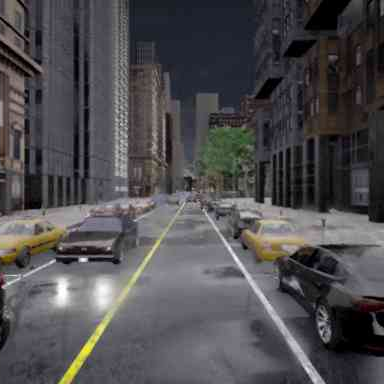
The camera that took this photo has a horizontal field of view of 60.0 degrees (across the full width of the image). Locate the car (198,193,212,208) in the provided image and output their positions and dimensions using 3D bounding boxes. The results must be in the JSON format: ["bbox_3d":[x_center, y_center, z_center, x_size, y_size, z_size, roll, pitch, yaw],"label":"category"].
[{"bbox_3d":[2.365,1.371,49.734,2.097,1.767,4.553,0,0,0],"label":"car"}]

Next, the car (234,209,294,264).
[{"bbox_3d":[2.758,1.533,11.718,1.752,1.417,4.829,0,0,0],"label":"car"}]

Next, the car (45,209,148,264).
[{"bbox_3d":[-3.096,1.558,12.140,2.033,1.411,5.357,0,0,0],"label":"car"}]

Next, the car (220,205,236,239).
[{"bbox_3d":[2.756,1.562,17.035,2.008,1.369,4.403,0,0,0],"label":"car"}]

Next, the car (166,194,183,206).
[{"bbox_3d":[-3.071,1.525,56.916,1.837,1.490,4.892,0,0,0],"label":"car"}]

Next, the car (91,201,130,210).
[{"bbox_3d":[-5.772,1.459,22.525,1.967,1.590,4.097,0,0,0],"label":"car"}]

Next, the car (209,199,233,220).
[{"bbox_3d":[2.751,1.567,28.009,2.008,1.369,4.403,0,0,0],"label":"car"}]

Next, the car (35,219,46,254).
[{"bbox_3d":[-5.767,1.537,11.379,1.752,1.417,4.829,0,0,0],"label":"car"}]

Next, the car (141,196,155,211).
[{"bbox_3d":[-5.779,1.547,38.819,1.752,1.417,4.829,0,0,0],"label":"car"}]

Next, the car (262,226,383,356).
[{"bbox_3d":[2.761,1.569,6.061,1.947,1.339,4.313,0,0,0],"label":"car"}]

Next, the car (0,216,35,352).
[{"bbox_3d":[-3.102,1.224,1.465,2.150,2.045,5.566,0,0,0],"label":"car"}]

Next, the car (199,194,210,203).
[{"bbox_3d":[2.730,1.335,71.903,2.192,1.841,5.009,0,0,0],"label":"car"}]

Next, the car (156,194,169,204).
[{"bbox_3d":[-5.793,1.339,66.427,2.192,1.841,5.009,0,0,0],"label":"car"}]

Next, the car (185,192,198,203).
[{"bbox_3d":[-0.029,1.401,69.034,2.128,1.511,4.902,0,0,0],"label":"car"}]

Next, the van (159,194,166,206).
[{"bbox_3d":[-5.788,1.364,55.452,1.690,1.788,3.998,0,0,0],"label":"van"}]

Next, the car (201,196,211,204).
[{"bbox_3d":[2.732,1.545,66.586,1.752,1.417,4.829,0,0,0],"label":"car"}]

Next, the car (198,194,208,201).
[{"bbox_3d":[2.725,1.330,82.877,2.192,1.841,5.009,0,0,0],"label":"car"}]

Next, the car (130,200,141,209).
[{"bbox_3d":[-5.774,1.602,28.013,1.802,1.307,4.206,0,0,0],"label":"car"}]

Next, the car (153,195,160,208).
[{"bbox_3d":[-5.782,1.462,44.477,1.967,1.590,4.097,0,0,0],"label":"car"}]

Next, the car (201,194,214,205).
[{"bbox_3d":[2.735,1.335,60.930,2.192,1.841,5.009,0,0,0],"label":"car"}]

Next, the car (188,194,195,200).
[{"bbox_3d":[-0.039,1.352,87.299,1.812,1.442,4.674,0,0,0],"label":"car"}]

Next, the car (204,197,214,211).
[{"bbox_3d":[2.746,1.584,38.983,1.947,1.339,4.313,0,0,0],"label":"car"}]
